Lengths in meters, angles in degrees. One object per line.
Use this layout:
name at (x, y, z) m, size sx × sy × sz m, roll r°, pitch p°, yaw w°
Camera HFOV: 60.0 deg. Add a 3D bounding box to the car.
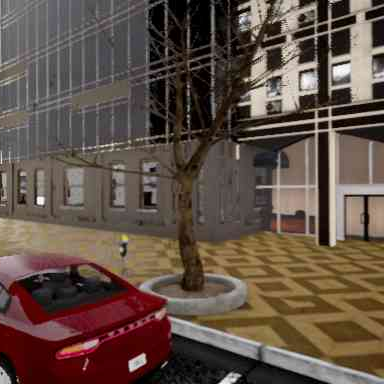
car at (-2.350, 1.518, 4.560) m, size 4.507 × 1.381 × 1.887 m, roll 0°, pitch 0°, yaw 36°
